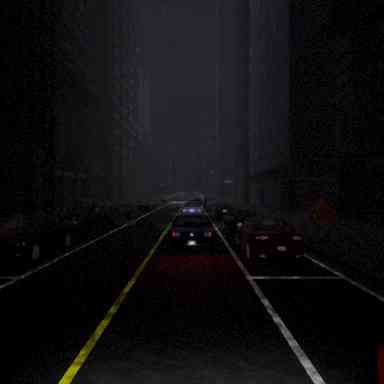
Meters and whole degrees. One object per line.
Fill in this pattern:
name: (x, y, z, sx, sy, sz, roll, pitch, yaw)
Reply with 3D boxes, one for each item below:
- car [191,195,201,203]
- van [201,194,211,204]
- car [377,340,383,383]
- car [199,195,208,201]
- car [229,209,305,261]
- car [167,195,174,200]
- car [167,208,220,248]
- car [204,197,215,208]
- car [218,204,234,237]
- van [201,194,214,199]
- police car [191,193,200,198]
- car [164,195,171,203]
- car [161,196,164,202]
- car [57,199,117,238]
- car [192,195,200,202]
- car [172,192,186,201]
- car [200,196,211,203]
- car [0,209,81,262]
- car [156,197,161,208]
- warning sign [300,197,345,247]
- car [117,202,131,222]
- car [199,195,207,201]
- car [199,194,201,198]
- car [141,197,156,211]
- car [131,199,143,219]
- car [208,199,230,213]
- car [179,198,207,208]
car: (0.742, 1.448, 67.991, 1.882, 1.535, 5.008, 0, 0, 0)
van: (2.678, 1.317, 62.783, 1.690, 1.788, 3.998, 1, 0, 0)
car: (2.678, 1.314, 0.911, 2.192, 1.841, 5.009, 1, 0, 0)
car: (2.676, 1.505, 79.657, 2.008, 1.369, 4.403, 1, 0, 0)
car: (2.676, 1.545, 12.160, 1.887, 1.381, 4.507, 1, 0, 0)
car: (-5.849, 1.462, 90.730, 1.752, 1.417, 4.829, 1, 0, 0)
car: (0.000, 1.617, 14.680, 1.895, 1.301, 4.718, 0, 0, 0)
car: (2.675, 1.577, 40.284, 1.802, 1.307, 4.206, 1, 0, 0)
car: (2.675, 1.566, 17.785, 1.947, 1.339, 4.313, 1, 0, 0)
van: (2.678, 1.328, 51.533, 1.690, 1.788, 3.998, 1, 0, 0)
police car: (0.753, 1.408, 58.063, 1.930, 1.638, 5.238, 0, 0, -3)
car: (-5.849, 1.514, 68.403, 1.887, 1.381, 4.507, 1, 0, 0)
car: (-5.850, 1.532, 51.529, 1.887, 1.381, 4.507, 1, 0, 0)
car: (-5.847, 1.315, 17.782, 2.192, 1.841, 5.009, 1, 0, 0)
car: (0.901, 1.490, 73.994, 1.812, 1.442, 4.674, 0, 0, 0)
car: (-3.000, 1.378, 75.917, 1.812, 1.442, 4.674, 0, 0, 0)
car: (2.676, 1.521, 68.407, 2.008, 1.369, 4.403, 1, 0, 0)
car: (-5.850, 1.545, 12.158, 1.887, 1.381, 4.507, 1, 0, 0)
car: (-5.849, 1.431, 45.905, 1.967, 1.590, 4.097, 1, 0, 0)
warning sign: (5.059, 1.116, 13.002, 1.300, 1.860, 1.060, -1, -1, 0)
car: (-5.850, 1.565, 23.407, 1.947, 1.339, 4.313, 1, 0, 0)
car: (2.676, 1.491, 85.282, 1.887, 1.381, 4.507, 1, 0, 0)
car: (2.677, 1.423, 57.157, 1.967, 1.590, 4.097, 1, 0, 0)
car: (-5.850, 1.539, 40.280, 1.887, 1.381, 4.507, 1, 0, 0)
car: (-5.850, 1.564, 29.031, 1.947, 1.339, 4.313, 1, 0, 0)
car: (2.675, 1.564, 29.034, 1.947, 1.339, 4.313, 1, 0, 0)
car: (0.000, 1.562, 29.650, 2.033, 1.411, 5.357, 0, 0, 0)
